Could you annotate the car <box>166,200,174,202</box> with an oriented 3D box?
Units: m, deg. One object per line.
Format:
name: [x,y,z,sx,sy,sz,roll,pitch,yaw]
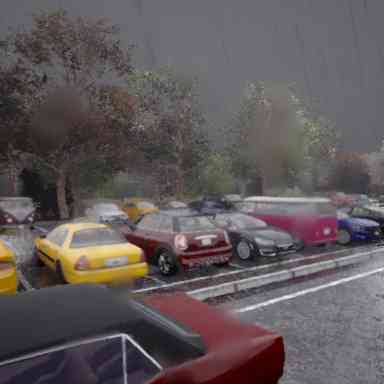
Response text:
car: [-3.739,1.438,24.679,2.097,1.535,5.008,-1,0,-35]

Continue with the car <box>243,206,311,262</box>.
car: [1.534,1.462,12.398,2.231,1.521,4.892,-1,0,-35]

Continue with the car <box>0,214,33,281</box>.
car: [-5.288,1.521,7.585,2.097,1.535,5.008,-1,0,-35]

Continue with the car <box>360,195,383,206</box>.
car: [25.892,1.160,45.478,2.163,1.488,4.792,-1,0,-35]

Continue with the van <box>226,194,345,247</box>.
van: [3.746,1.215,14.089,1.878,1.987,4.442,-1,0,-35]

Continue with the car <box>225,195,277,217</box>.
car: [5.392,1.226,31.057,2.185,1.767,4.553,-1,0,-35]

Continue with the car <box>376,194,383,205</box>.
car: [30.223,1.076,48.787,1.946,1.575,5.366,-1,0,-35]

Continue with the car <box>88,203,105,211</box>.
car: [-6.016,1.499,23.074,2.002,1.452,4.674,-1,0,-35]

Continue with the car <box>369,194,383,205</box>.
car: [28.151,1.104,47.110,2.097,1.535,5.008,-1,0,-35]

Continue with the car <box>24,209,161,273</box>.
car: [-3.122,1.498,9.342,1.946,1.575,5.366,-1,0,-35]

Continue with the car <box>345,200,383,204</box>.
car: [8.371,1.398,17.192,2.097,1.535,5.008,-1,0,-35]

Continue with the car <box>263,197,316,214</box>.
car: [9.934,1.306,34.283,2.097,1.535,5.008,-1,0,-35]

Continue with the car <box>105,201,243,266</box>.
car: [-0.824,1.357,10.694,2.185,1.767,4.553,0,0,-35]

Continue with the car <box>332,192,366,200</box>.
car: [16.779,0.982,39.071,2.435,2.045,5.566,-1,0,-35]

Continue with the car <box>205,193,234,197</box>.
car: [3.113,1.123,29.457,2.435,2.045,5.566,-1,0,-35]

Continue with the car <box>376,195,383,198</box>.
car: [15.214,1.206,21.975,2.185,1.767,4.553,-1,0,-35]

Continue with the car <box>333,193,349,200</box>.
car: [14.483,1.258,37.495,2.097,1.535,5.008,-1,0,-35]

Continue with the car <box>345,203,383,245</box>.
car: [6.088,1.419,15.600,2.097,1.535,5.008,-1,0,-35]

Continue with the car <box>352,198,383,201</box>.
car: [13.028,1.351,20.248,1.946,1.575,5.366,-1,0,-35]

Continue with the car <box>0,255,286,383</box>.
car: [-1.485,1.599,2.625,4.718,1.301,1.895,0,0,-36]

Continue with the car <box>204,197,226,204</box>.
car: [0.801,1.426,27.901,2.163,1.488,4.792,-1,0,-35]

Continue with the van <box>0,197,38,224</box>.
van: [-10.504,1.273,19.772,1.878,1.987,4.442,-1,0,-35]

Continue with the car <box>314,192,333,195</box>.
car: [12.225,1.157,35.862,2.185,1.767,4.553,-1,0,-35]

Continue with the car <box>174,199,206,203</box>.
car: [-1.462,1.418,26.282,2.231,1.521,4.892,-1,0,-35]

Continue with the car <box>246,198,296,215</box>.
car: [7.652,1.369,32.688,2.002,1.452,4.674,-1,0,-35]

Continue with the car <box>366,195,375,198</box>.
car: [19.038,1.210,40.701,2.231,1.521,4.892,-1,0,-35]
